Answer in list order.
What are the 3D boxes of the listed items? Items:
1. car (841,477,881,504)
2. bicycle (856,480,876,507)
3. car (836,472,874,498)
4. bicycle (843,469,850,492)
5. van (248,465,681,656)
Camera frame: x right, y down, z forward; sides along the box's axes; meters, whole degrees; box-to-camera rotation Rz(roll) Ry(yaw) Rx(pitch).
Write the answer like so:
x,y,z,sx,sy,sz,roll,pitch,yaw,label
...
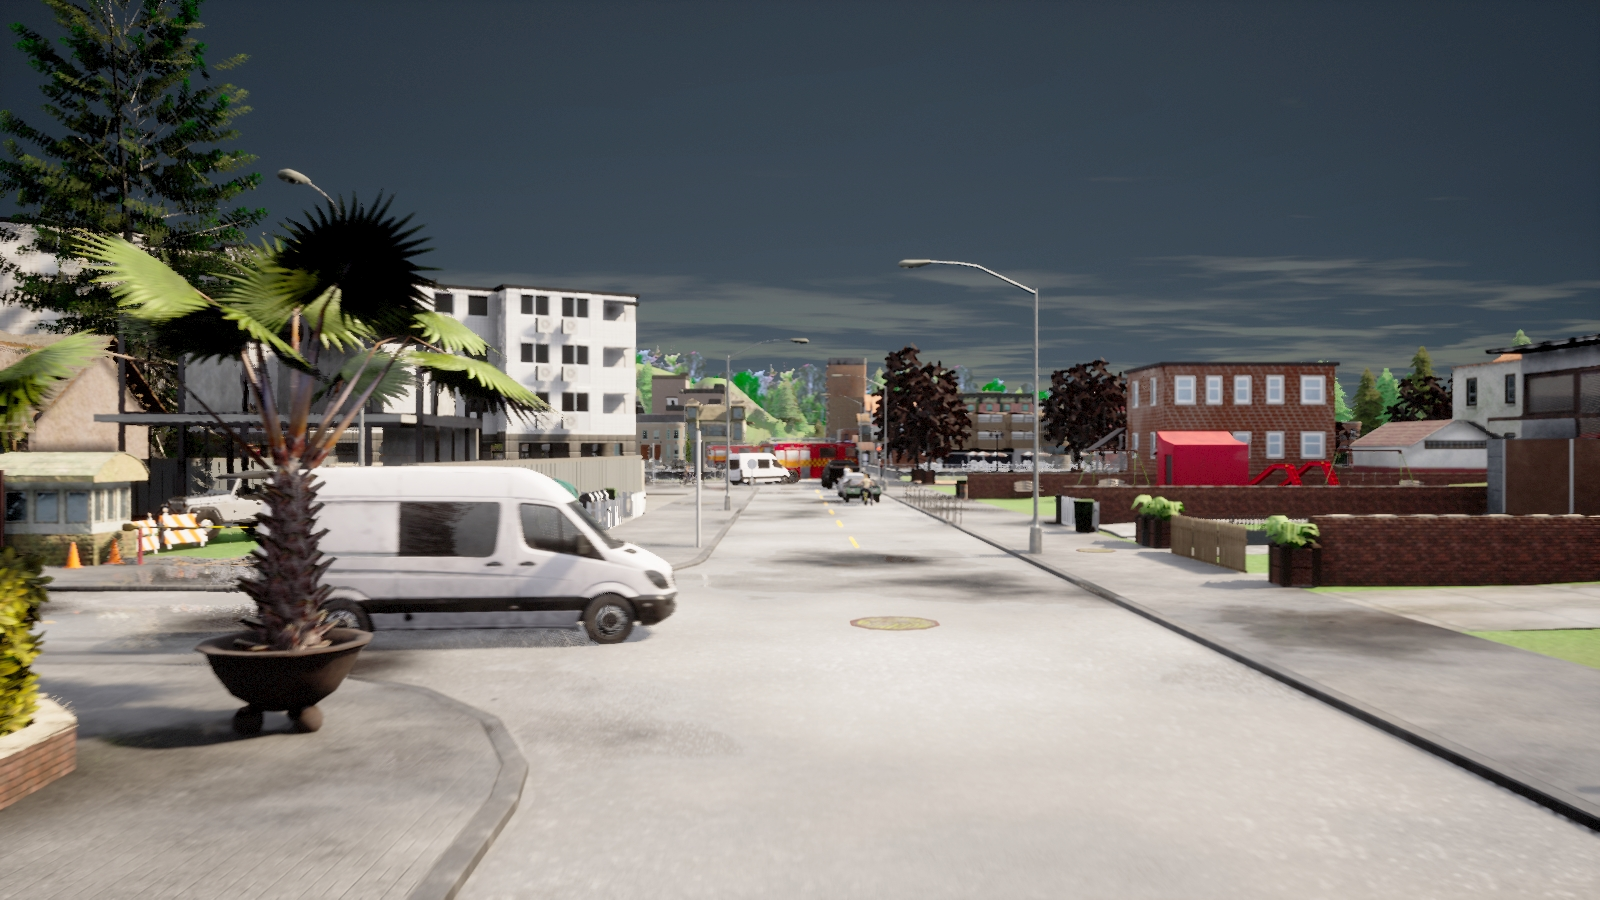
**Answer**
x,y,z,sx,sy,sz,roll,pitch,yaw,label
3.276,2.155,62.011,1.895,1.301,4.718,0,0,-1,car
3.288,2.157,57.195,0.859,1.276,1.487,0,0,-1,bicycle
3.246,2.081,68.553,2.002,1.442,4.674,0,0,-1,car
3.160,2.056,77.150,0.373,1.496,1.643,0,0,-1,bicycle
-4.792,1.534,17.089,5.915,2.561,1.988,0,1,-8,van
